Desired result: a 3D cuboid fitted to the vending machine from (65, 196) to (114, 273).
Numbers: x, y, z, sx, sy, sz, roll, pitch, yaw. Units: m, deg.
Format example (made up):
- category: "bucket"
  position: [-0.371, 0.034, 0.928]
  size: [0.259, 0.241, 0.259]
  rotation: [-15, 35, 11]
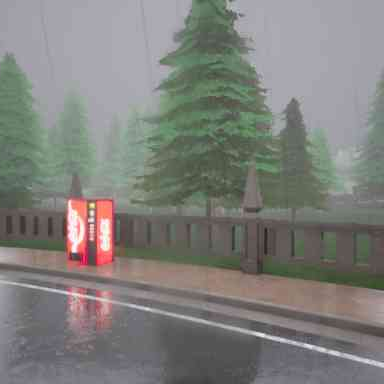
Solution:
- category: "vending machine"
  position: [-3.012, 1.193, 9.875]
  size: [0.880, 2.100, 1.100]
  rotation: [0, 0, 25]
